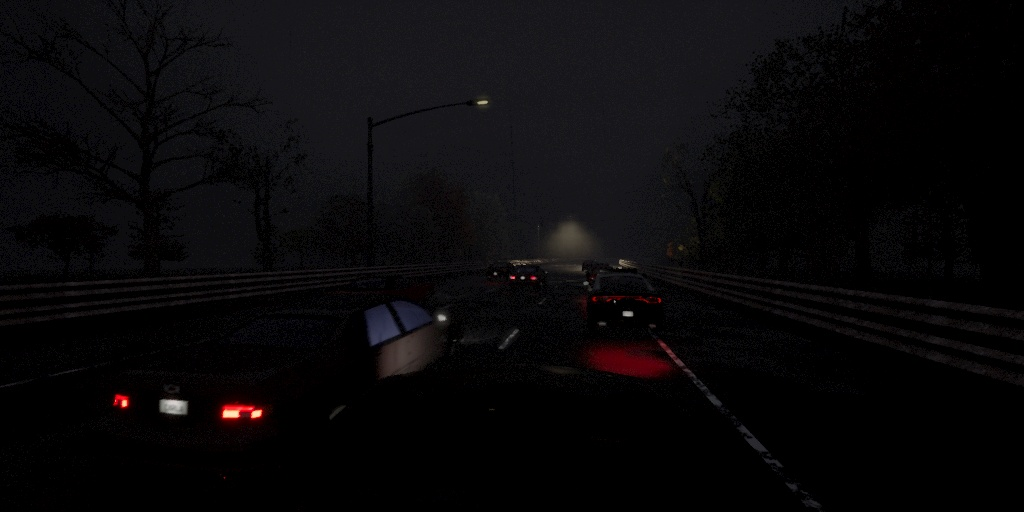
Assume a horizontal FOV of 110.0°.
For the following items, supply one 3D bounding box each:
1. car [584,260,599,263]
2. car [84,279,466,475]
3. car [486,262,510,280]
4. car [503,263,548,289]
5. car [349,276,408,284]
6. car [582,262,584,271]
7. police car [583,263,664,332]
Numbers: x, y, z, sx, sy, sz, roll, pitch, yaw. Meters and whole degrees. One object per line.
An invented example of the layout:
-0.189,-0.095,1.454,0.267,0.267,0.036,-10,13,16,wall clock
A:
6.438,1.263,26.464,1.837,1.490,4.892,0,0,12,car
-2.336,1.297,5.432,2.033,1.411,5.357,0,0,11,car
-0.758,1.236,30.666,1.882,1.535,5.008,0,0,12,car
1.149,1.302,22.941,2.033,1.411,5.357,0,0,12,car
-4.470,1.351,12.877,1.895,1.301,4.718,0,0,11,car
10.552,1.255,48.648,1.882,1.535,5.008,0,0,15,car
3.266,1.176,11.099,1.930,1.638,5.238,0,0,11,police car
